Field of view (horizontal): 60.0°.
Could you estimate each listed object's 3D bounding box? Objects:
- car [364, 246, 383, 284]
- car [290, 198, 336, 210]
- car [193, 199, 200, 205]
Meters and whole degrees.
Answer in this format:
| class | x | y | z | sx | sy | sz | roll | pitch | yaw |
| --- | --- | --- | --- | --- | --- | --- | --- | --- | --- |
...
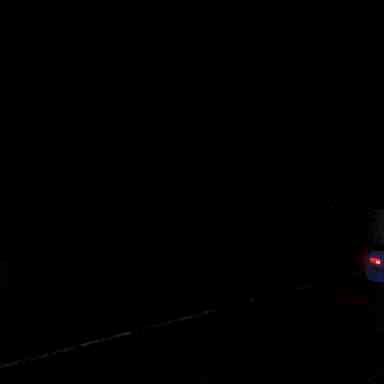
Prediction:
| class | x | y | z | sx | sy | sz | roll | pitch | yaw |
| --- | --- | --- | --- | --- | --- | --- | --- | --- | --- |
| car | 6.369 | 1.534 | 8.149 | 5.357 | 1.411 | 2.033 | 0 | 0 | -35 |
| car | 14.636 | 1.432 | 40.458 | 2.033 | 1.411 | 5.357 | 0 | 0 | -38 |
| car | 1.306 | 1.453 | 57.793 | 1.994 | 1.385 | 4.181 | 0 | 0 | -37 |
